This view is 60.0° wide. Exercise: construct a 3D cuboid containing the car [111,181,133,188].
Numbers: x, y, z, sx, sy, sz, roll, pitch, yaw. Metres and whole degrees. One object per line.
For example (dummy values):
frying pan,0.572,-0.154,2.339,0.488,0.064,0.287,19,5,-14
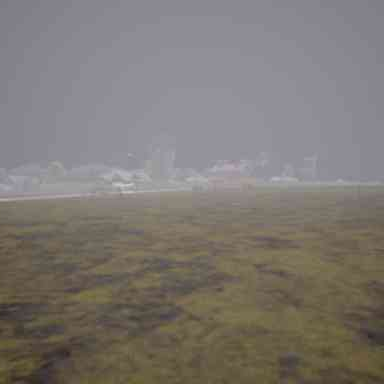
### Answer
car,-14.666,-1.423,70.357,2.150,2.045,5.566,1,3,36
